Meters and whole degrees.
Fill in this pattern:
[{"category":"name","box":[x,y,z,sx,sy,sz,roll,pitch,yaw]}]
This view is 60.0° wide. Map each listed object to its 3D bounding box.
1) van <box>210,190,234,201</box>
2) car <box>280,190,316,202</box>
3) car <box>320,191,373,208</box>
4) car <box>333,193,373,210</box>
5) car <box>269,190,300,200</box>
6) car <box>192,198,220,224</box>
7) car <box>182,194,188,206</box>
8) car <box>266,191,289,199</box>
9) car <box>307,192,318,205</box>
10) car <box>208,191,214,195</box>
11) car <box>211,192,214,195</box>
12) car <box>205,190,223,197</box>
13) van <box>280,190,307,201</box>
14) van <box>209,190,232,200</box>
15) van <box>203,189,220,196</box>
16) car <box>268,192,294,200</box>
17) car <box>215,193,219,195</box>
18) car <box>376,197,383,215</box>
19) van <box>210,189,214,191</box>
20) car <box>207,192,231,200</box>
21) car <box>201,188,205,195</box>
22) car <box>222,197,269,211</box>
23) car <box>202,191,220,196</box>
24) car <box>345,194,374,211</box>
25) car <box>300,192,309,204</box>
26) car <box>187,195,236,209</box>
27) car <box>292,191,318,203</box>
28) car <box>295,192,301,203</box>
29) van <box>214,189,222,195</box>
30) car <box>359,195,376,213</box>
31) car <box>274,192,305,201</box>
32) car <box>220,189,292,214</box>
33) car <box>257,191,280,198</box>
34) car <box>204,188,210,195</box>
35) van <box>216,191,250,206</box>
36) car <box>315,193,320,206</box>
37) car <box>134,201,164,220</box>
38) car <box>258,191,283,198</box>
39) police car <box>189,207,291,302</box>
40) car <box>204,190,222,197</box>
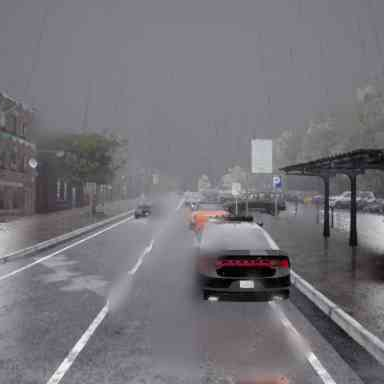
[{"category":"van","box":[5.679,0.659,63.682,4.442,1.987,1.878,0,1,0]},{"category":"car","box":[18.687,0.718,58.711,5.566,2.045,2.435,0,1,0]},{"category":"car","box":[18.695,0.950,39.278,5.566,2.045,2.435,0,1,0]},{"category":"car","box":[18.739,1.226,36.504,5.008,1.535,2.097,0,1,0]},{"category":"car","box":[18.659,0.578,67.037,5.566,2.045,2.435,0,1,0]},{"category":"car","box":[0.926,1.303,24.514,1.801,1.575,5.366,0,1,0]},{"category":"car","box":[-0.058,1.215,46.840,1.895,1.301,4.718,0,1,1]},{"category":"car","box":[18.643,0.611,72.591,4.553,1.767,2.185,0,1,0]},{"category":"car","box":[18.700,1.149,44.832,5.008,1.535,2.097,0,1,0]},{"category":"car","box":[5.597,1.020,55.274,4.892,1.521,2.231,0,1,0]},{"category":"car","box":[5.639,1.126,49.664,4.792,1.488,2.163,0,1,0]},{"category":"car","box":[5.465,0.429,83.303,4.553,1.767,2.185,0,1,0]},{"category":"van","box":[18.766,0.697,61.488,4.442,1.987,1.878,0,1,0]},{"category":"van","box":[5.669,0.612,66.485,4.442,1.987,1.878,0,1,0]},{"category":"van","box":[5.351,0.187,91.710,4.442,1.987,1.878,0,1,0]},{"category":"car","box":[18.592,0.812,69.816,4.792,1.488,2.163,0,1,0]},{"category":"car","box":[5.632,1.183,41.252,5.008,1.535,2.097,0,1,0]},{"category":"car","box":[18.791,1.331,28.178,4.792,1.488,2.163,0,1,0]},{"category":"van","box":[5.698,0.753,58.078,4.442,1.987,1.878,0,1,0]},{"category":"car","box":[5.537,0.791,69.291,4.892,1.521,2.231,0,1,0]},{"category":"car","box":[5.486,0.398,77.696,5.566,2.045,2.435,0,1,0]},{"category":"car","box":[5.659,1.273,35.646,4.674,1.452,2.002,0,1,0]},{"category":"car","box":[5.453,0.366,94.517,5.008,1.535,2.097,0,1,0]},{"category":"car","box":[18.748,1.251,33.728,5.008,1.535,2.097,0,1,0]},{"category":"car","box":[18.881,1.116,47.610,5.366,1.575,1.946,0,1,0]},{"category":"car","box":[0.938,1.254,18.285,2.097,1.767,4.553,0,1,0]},{"category":"car","box":[18.706,1.080,53.164,4.792,1.488,2.163,0,1,0]},{"category":"car","box":[18.657,1.119,50.381,4.792,1.488,2.163,0,1,0]},{"category":"van","box":[5.512,0.931,44.056,4.442,1.987,1.878,0,1,0]},{"category":"car","box":[18.758,1.277,30.953,4.892,1.521,2.231,0,1,0]},{"category":"car","box":[18.826,0.873,64.266,5.366,1.575,1.946,0,1,0]},{"category":"car","box":[5.647,1.032,30.037,5.566,2.045,2.435,0,1,0]},{"category":"car","box":[18.589,0.597,80.918,4.892,1.521,2.231,0,1,0]},{"category":"car","box":[5.543,0.680,60.877,5.566,2.045,2.435,0,1,0]},{"category":"van","box":[5.735,0.901,46.858,4.442,1.987,1.878,0,1,0]},{"category":"car","box":[18.709,1.178,42.054,4.892,1.521,2.231,0,1,0]},{"category":"car","box":[-3.303,1.395,26.345,1.994,1.385,4.181,0,1,0]},{"category":"car","box":[18.408,0.640,78.141,5.366,1.575,1.946,0,1,0]},{"category":"police car","box":[0.958,1.401,8.416,1.930,1.638,5.238,0,0,0]},{"category":"car","box":[5.455,0.382,86.106,4.553,1.767,2.185,0,1,0]}]
